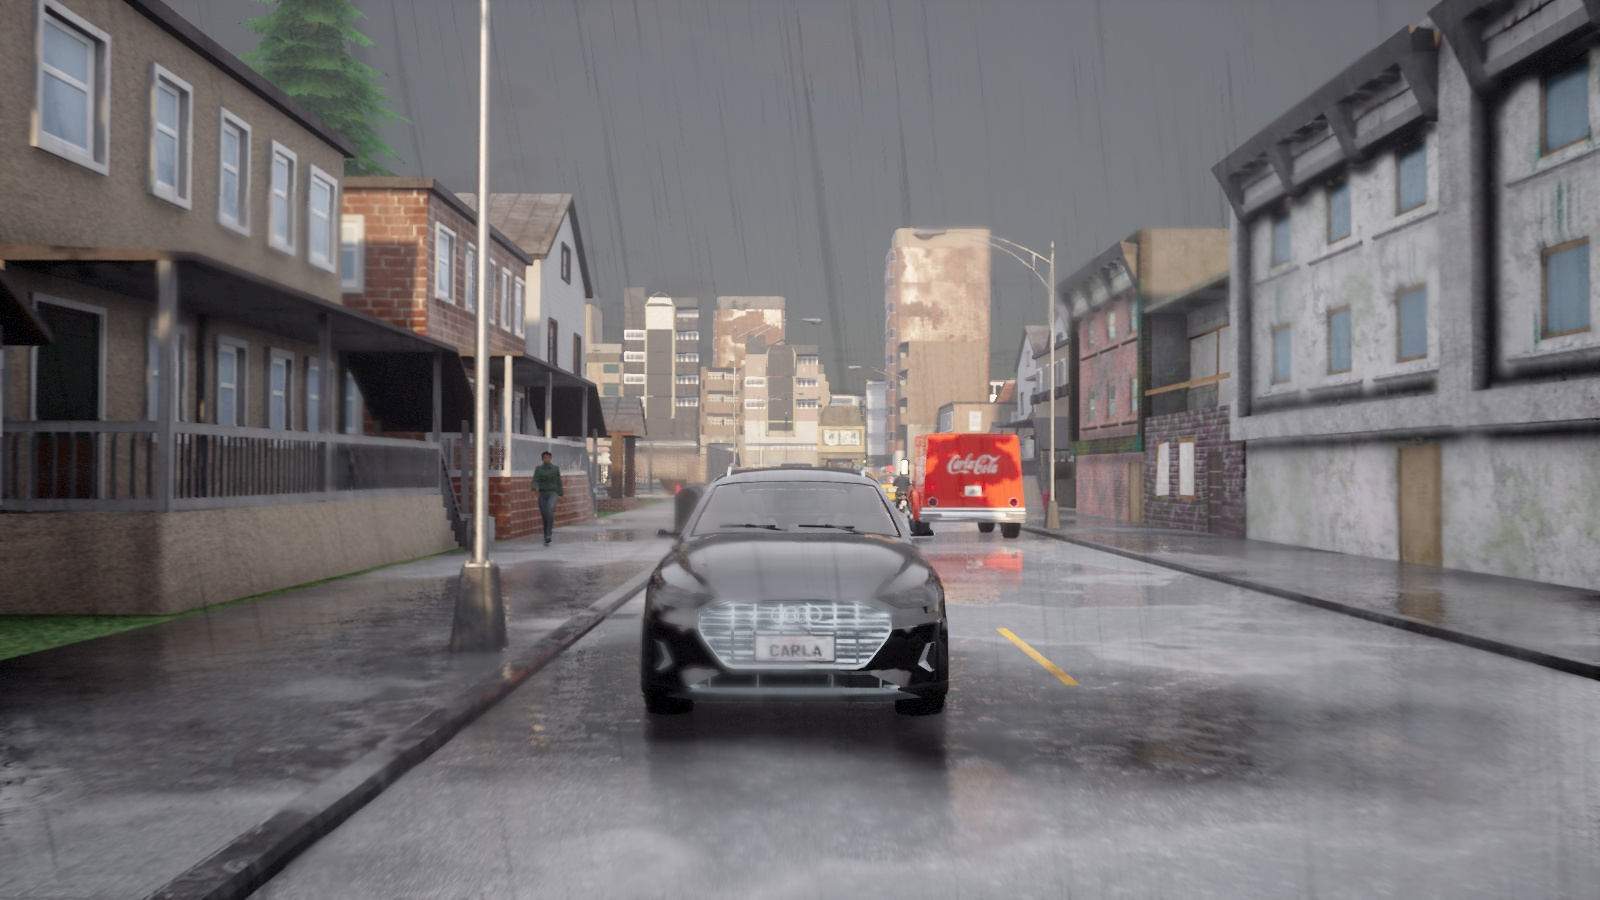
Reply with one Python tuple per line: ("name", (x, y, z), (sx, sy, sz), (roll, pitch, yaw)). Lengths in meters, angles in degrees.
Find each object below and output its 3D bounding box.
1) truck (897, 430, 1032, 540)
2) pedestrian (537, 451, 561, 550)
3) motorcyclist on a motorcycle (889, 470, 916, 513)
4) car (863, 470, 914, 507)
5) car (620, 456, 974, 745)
("truck", (3.914, 0.830, 30.971), (2.627, 2.467, 5.204), (0, -1, 0))
("pedestrian", (-4.718, 0.938, 23.608), (0.353, 1.847, 0.614), (0, -1, -4))
("motorcyclist on a motorcycle", (3.872, 1.549, 47.605), (0.866, 1.590, 1.817), (0, -1, 0))
("car", (3.860, 1.665, 55.405), (1.801, 1.575, 5.366), (0, -1, -1))
("car", (-0.026, 0.906, 9.652), (2.033, 1.649, 4.856), (0, -1, 0))
